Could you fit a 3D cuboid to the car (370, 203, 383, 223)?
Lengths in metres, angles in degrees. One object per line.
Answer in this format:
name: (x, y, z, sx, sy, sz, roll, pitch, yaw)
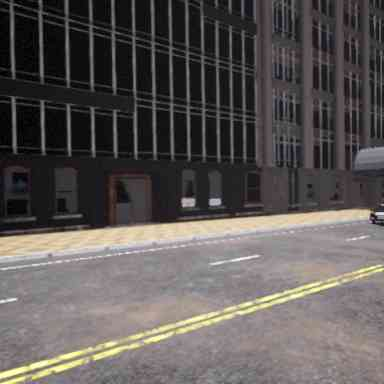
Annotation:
car: (13.148, 1.212, 21.040, 4.902, 1.511, 2.128, -1, 0, -35)
